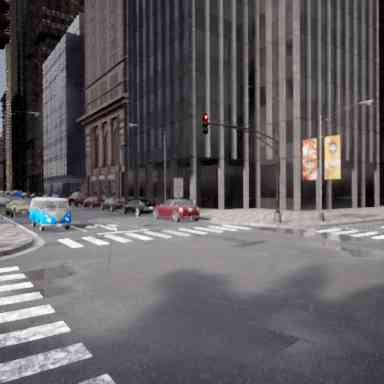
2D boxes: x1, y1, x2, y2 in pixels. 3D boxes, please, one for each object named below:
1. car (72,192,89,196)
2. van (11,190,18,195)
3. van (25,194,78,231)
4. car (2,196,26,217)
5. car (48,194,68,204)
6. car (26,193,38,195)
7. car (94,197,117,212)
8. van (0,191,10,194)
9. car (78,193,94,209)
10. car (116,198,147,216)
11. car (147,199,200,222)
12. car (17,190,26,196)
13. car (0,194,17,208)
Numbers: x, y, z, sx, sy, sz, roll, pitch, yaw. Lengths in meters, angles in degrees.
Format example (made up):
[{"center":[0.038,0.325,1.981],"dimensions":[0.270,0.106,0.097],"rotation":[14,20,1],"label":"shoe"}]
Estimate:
[{"center":[-14.322,0.901,42.418],"dimensions":[2.192,1.841,5.009],"rotation":[0,1,-36],"label":"car"},{"center":[-43.746,0.418,83.608],"dimensions":[1.690,1.788,3.998],"rotation":[0,1,-36],"label":"van"},{"center":[-8.182,1.214,19.156],"dimensions":[1.690,1.788,3.998],"rotation":[0,1,-36],"label":"van"},{"center":[-14.623,1.293,28.172],"dimensions":[1.752,1.417,4.829],"rotation":[0,1,-36],"label":"car"},{"center":[-20.862,1.022,51.573],"dimensions":[1.887,1.381,4.507],"rotation":[0,1,-36],"label":"car"},{"center":[-30.670,0.875,65.303],"dimensions":[1.947,1.339,4.313],"rotation":[0,1,-36],"label":"car"},{"center":[-7.785,1.245,33.267],"dimensions":[2.008,1.369,4.403],"rotation":[0,1,-36],"label":"car"},{"center":[-24.528,0.945,42.038],"dimensions":[1.690,1.788,3.998],"rotation":[0,1,-36],"label":"van"},{"center":[-11.054,1.185,37.843],"dimensions":[1.887,1.381,4.507],"rotation":[0,1,-36],"label":"car"},{"center":[-4.515,1.313,28.690],"dimensions":[1.947,1.339,4.313],"rotation":[0,1,-36],"label":"car"},{"center":[-1.245,1.241,24.113],"dimensions":[1.967,1.590,4.097],"rotation":[0,1,-36],"label":"car"},{"center":[-37.209,0.777,74.457],"dimensions":[1.802,1.307,4.206],"rotation":[0,1,-36],"label":"car"},{"center":[-21.260,1.241,37.464],"dimensions":[1.802,1.307,4.206],"rotation":[0,1,-36],"label":"car"}]
